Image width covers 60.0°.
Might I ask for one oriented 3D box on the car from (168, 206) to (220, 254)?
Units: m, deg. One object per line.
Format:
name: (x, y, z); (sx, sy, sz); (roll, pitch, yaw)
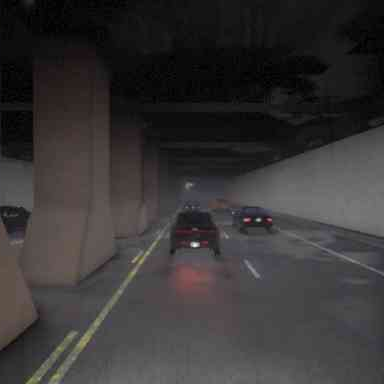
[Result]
car: (0.099, 1.516, 13.550); (1.837, 1.490, 4.892); (0, 0, 0)

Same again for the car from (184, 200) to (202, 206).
car: (0.096, 1.576, 35.484); (2.033, 1.411, 5.357); (0, 0, 0)

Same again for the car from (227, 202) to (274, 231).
car: (3.597, 1.564, 20.478); (2.033, 1.411, 5.357); (0, 0, 0)

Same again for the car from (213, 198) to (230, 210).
car: (3.595, 1.510, 40.496); (1.882, 1.535, 5.008); (0, 0, 0)

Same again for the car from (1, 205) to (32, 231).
car: (-10.602, 1.520, 18.474); (1.837, 1.490, 4.892); (0, 0, 0)
